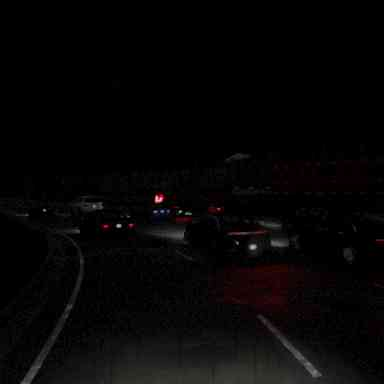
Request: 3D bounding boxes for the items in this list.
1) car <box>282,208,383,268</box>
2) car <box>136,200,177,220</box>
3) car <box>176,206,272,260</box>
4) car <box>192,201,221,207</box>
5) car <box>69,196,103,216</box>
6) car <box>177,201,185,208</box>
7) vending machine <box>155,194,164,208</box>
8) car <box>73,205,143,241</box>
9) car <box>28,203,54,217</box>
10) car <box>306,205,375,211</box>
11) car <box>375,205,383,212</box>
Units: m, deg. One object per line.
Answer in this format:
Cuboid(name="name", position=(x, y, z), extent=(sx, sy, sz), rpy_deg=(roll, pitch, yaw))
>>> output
Cuboid(name="car", position=(5.187, 1.490, 11.394), extent=(1.837, 1.490, 4.892), rpy_deg=(0, 0, -15))
Cuboid(name="car", position=(-3.817, 1.675, 29.454), extent=(2.033, 1.411, 5.357), rpy_deg=(0, 0, -33))
Cuboid(name="car", position=(1.158, 1.519, 12.699), extent=(2.128, 1.511, 4.902), rpy_deg=(0, 0, -18))
Cuboid(name="car", position=(1.517, 1.654, 34.051), extent=(1.994, 1.385, 4.181), rpy_deg=(0, 0, -33))
Cuboid(name="car", position=(-10.633, 1.427, 33.401), extent=(2.150, 2.045, 5.566), rpy_deg=(0, 0, -34))
Cuboid(name="car", position=(-2.434, 1.632, 33.703), extent=(1.837, 1.490, 4.892), rpy_deg=(0, 0, -33))
Cuboid(name="vending machine", position=(-4.954, 1.400, 50.954), extent=(1.100, 2.100, 0.880), rpy_deg=(0, 0, -34))
Cuboid(name="car", position=(-4.629, 1.647, 17.606), extent=(2.033, 1.411, 5.357), rpy_deg=(0, 0, -29))
Cuboid(name="car", position=(-15.850, 1.825, 34.906), extent=(1.994, 1.385, 4.181), rpy_deg=(0, 0, -34))
Cuboid(name="car", position=(6.854, 1.480, 17.981), extent=(2.128, 1.511, 4.902), rpy_deg=(0, 0, -22))
Cuboid(name="car", position=(10.636, 1.429, 17.928), extent=(1.882, 1.535, 5.008), rpy_deg=(0, 0, -20))
